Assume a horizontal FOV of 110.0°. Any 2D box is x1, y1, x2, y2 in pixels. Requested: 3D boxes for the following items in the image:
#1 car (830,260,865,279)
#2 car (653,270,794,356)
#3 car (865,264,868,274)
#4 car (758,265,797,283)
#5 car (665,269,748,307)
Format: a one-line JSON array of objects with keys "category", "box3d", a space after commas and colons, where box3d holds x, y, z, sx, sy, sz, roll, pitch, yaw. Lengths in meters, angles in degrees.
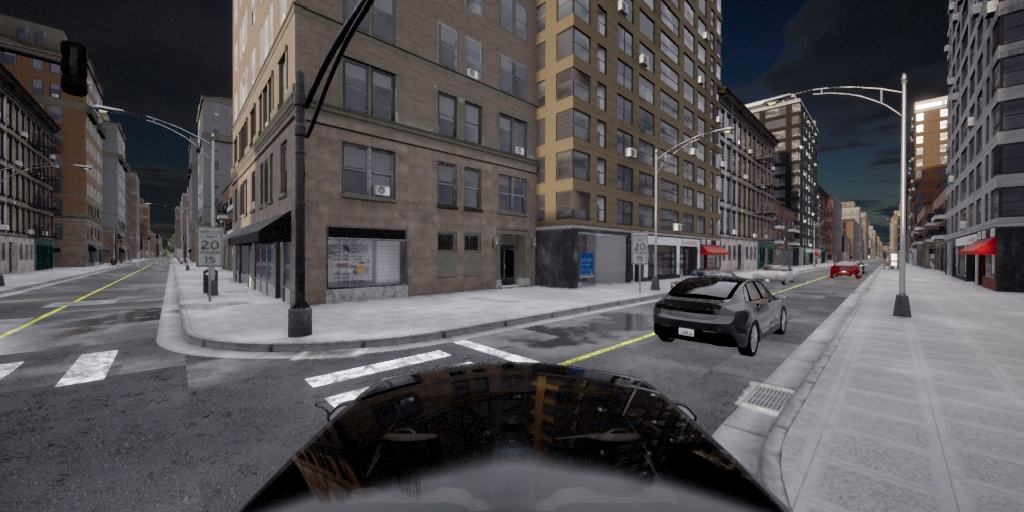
[{"category": "car", "box3d": [30.069, 1.180, 32.236, 5.008, 1.535, 1.882, 0, 0, -43]}, {"category": "car", "box3d": [5.174, 1.242, 8.695, 4.892, 1.490, 1.837, 0, 0, -44]}, {"category": "car", "box3d": [37.629, 1.194, 39.458, 4.902, 1.511, 2.128, 0, 0, -43]}, {"category": "car", "box3d": [18.525, 1.298, 25.291, 4.718, 1.301, 1.895, 0, 0, -43]}, {"category": "car", "box3d": [8.859, 1.313, 16.119, 4.718, 1.301, 1.895, 0, 0, -43]}]
